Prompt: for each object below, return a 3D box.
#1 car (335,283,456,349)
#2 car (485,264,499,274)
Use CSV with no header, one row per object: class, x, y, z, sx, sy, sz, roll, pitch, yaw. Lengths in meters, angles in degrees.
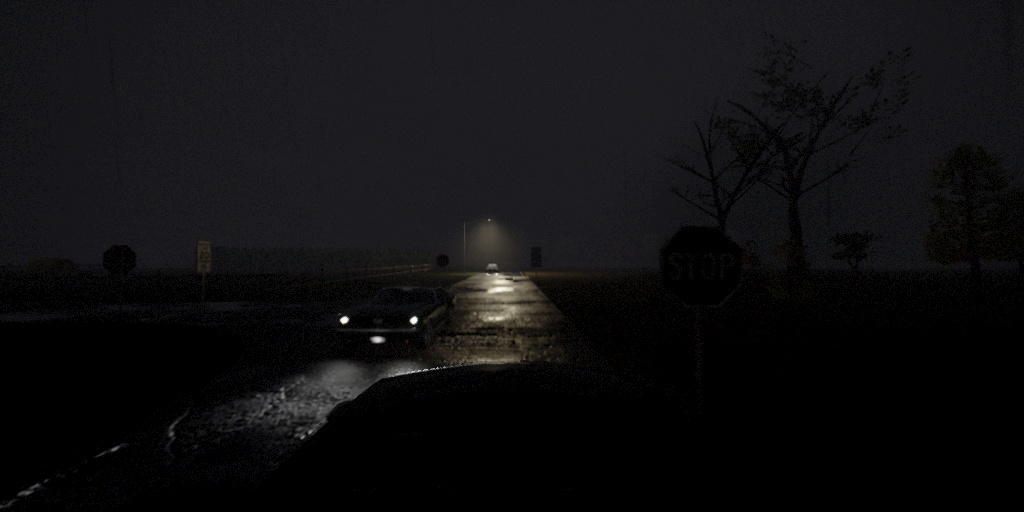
car,-2.753,1.432,9.569,1.895,1.301,4.718,0,-1,0
car,-2.781,1.786,51.724,2.033,1.411,5.357,0,-1,0
